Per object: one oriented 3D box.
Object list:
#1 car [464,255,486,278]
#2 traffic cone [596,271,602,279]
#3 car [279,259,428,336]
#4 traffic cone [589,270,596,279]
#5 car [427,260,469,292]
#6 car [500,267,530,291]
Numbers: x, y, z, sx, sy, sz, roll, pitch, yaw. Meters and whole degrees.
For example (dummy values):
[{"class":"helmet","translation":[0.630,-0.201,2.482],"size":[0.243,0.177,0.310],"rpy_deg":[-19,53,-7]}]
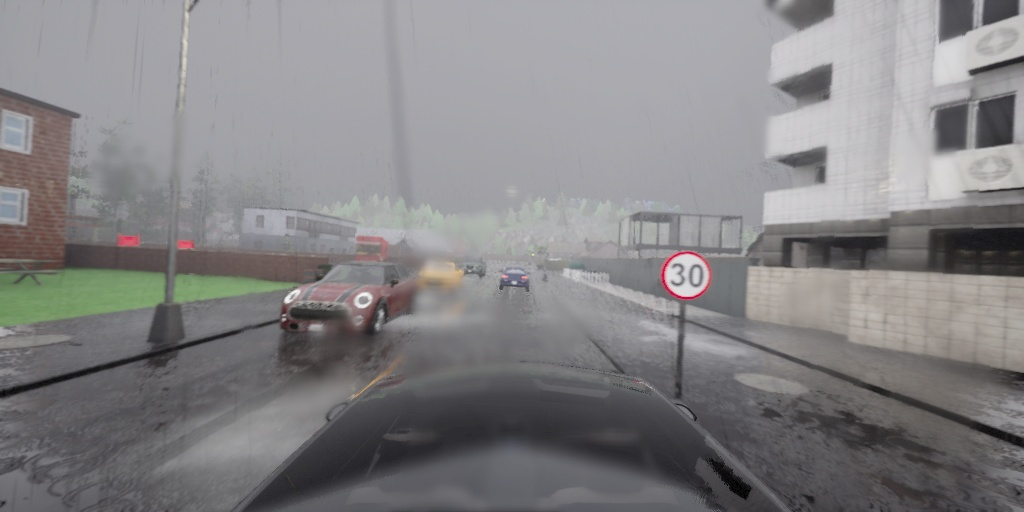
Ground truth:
[{"class":"car","translation":[-3.742,0.955,34.939],"size":[2.150,2.045,5.566],"rpy_deg":[3,1,1]},{"class":"traffic cone","translation":[11.775,2.459,49.175],"size":[0.344,0.586,0.344],"rpy_deg":[0,0,1]},{"class":"car","translation":[-4.033,0.935,9.769],"size":[2.097,1.767,4.553],"rpy_deg":[3,0,1]},{"class":"traffic cone","translation":[10.766,2.424,48.144],"size":[0.344,0.586,0.344],"rpy_deg":[0,0,1]},{"class":"car","translation":[-3.931,1.129,20.788],"size":[1.882,1.535,5.008],"rpy_deg":[3,0,1]},{"class":"car","translation":[0.183,1.435,23.528],"size":[1.812,1.442,4.674],"rpy_deg":[3,0,1]}]
